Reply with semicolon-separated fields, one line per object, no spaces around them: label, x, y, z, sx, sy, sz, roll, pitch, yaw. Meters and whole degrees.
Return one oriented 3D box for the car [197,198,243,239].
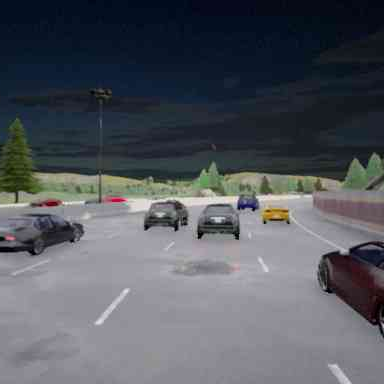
car;1.529;1.398;17.932;2.097;1.767;4.553;0;0;8

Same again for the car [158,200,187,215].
car;-1.996;1.600;35.601;1.812;1.442;4.674;0;0;15

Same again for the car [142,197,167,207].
car;-6.311;1.599;56.222;2.128;1.511;4.902;0;0;22

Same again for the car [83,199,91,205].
car;-15.249;1.634;52.402;1.994;1.385;4.181;0;0;20

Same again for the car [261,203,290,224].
car;6.433;1.556;25.767;1.882;1.535;5.008;0;0;11

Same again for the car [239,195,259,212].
car;7.063;1.338;41.574;2.150;2.045;5.566;0;0;18

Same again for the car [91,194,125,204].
car;-12.292;1.296;50.376;2.150;2.045;5.566;0;0;20

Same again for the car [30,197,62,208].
car;-20.665;1.519;47.231;1.882;1.535;5.008;0;0;18

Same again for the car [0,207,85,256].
car;-6.153;1.558;13.166;2.033;1.411;5.357;0;0;6

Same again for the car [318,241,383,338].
car;3.887;1.591;6.218;1.994;1.385;4.181;0;0;3

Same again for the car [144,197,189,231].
car;-1.508;1.395;21.160;2.097;1.767;4.553;0;0;9
